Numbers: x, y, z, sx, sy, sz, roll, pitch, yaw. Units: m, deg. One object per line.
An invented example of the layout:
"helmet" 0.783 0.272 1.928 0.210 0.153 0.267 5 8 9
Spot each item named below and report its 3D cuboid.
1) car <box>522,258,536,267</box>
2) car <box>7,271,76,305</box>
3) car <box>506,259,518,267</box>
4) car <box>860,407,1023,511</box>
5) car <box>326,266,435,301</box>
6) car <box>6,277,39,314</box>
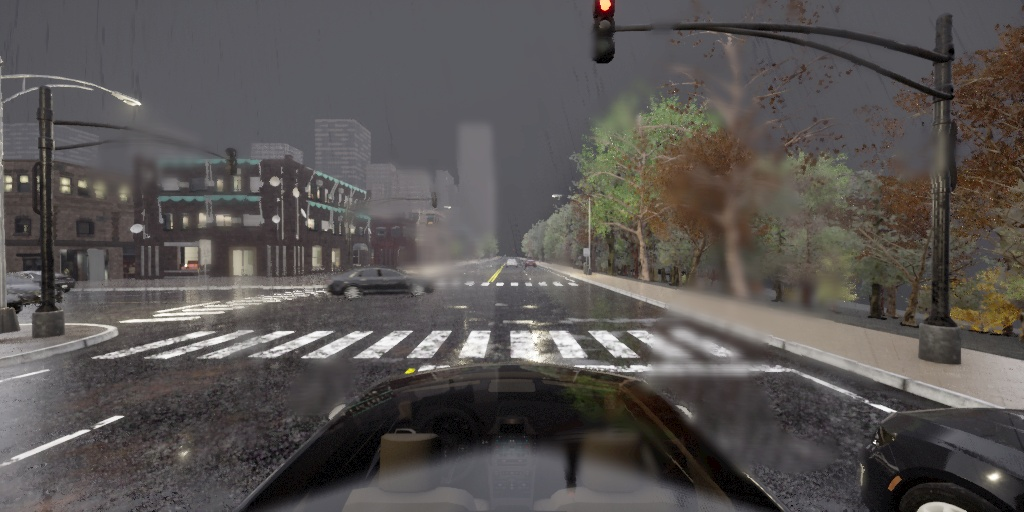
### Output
"car" 3.224 1.252 63.392 1.812 1.442 4.674 0 0 0
"car" -22.131 1.502 15.162 4.892 1.490 1.837 -1 1 0
"car" -0.029 1.252 63.289 1.812 1.442 4.674 0 0 0
"car" 3.352 1.255 0.459 1.837 1.490 4.892 0 0 0
"car" -6.191 1.245 17.247 4.892 1.490 1.837 0 2 -25
"car" -19.969 1.565 12.459 4.313 1.339 1.948 0 0 0
